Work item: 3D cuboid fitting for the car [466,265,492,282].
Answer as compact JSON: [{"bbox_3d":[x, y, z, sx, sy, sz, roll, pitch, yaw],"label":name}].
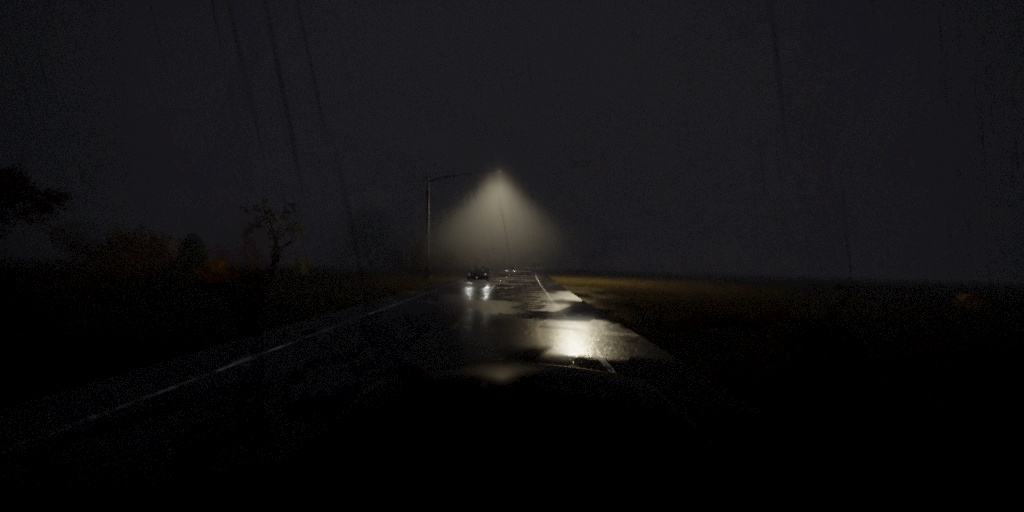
[{"bbox_3d":[-2.912,1.583,33.014,1.812,1.442,4.674,0,-1,2],"label":"car"}]
